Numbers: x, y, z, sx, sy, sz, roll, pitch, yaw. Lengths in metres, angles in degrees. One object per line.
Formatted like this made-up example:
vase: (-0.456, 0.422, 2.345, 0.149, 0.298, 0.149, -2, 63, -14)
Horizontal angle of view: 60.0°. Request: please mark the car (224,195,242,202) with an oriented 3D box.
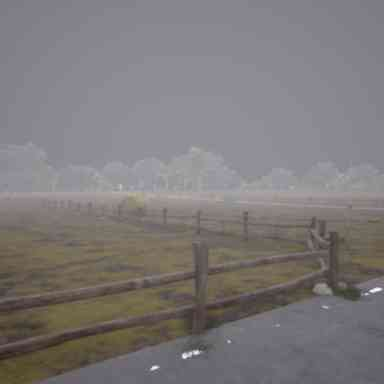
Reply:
car: (8.090, 1.222, 66.819, 1.994, 1.385, 4.181, 2, 0, -35)
